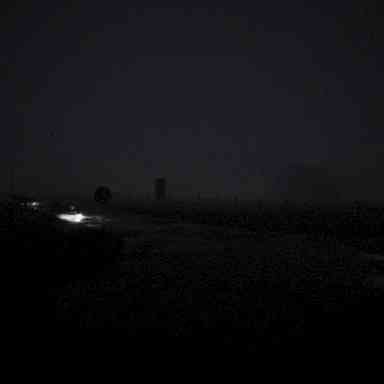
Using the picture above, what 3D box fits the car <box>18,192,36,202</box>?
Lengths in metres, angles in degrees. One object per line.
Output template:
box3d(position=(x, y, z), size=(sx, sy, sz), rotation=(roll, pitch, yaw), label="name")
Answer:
box3d(position=(-24.073, 0.705, 48.426), size=(1.882, 1.535, 5.008), rotation=(0, 1, -35), label="car")

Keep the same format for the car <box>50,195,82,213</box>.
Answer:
box3d(position=(-11.653, 1.071, 30.604), size=(2.128, 1.511, 4.902), rotation=(-1, 1, -35), label="car")
